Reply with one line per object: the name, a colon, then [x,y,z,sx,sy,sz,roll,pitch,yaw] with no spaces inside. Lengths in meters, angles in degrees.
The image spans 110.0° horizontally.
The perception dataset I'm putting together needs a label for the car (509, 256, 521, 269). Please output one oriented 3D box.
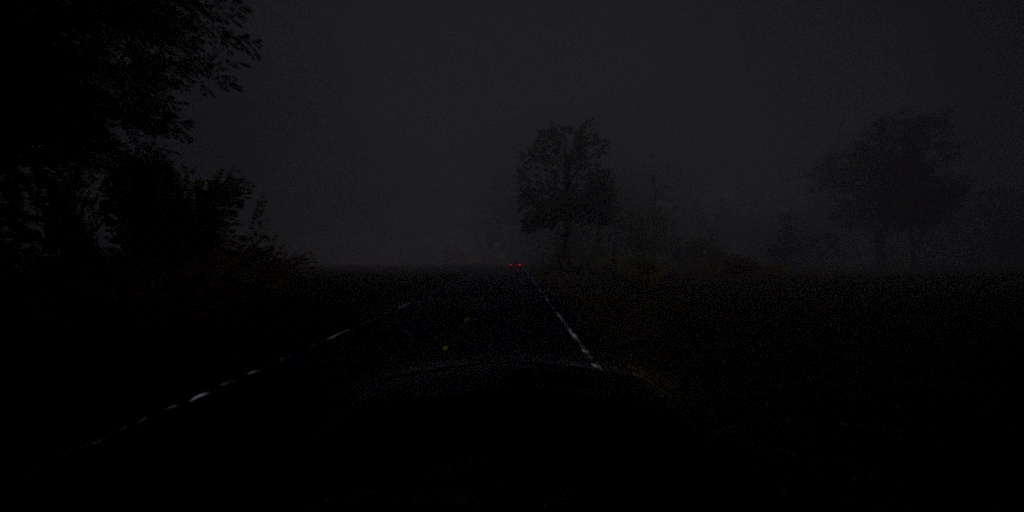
car: [0.484,1.305,56.795,1.801,1.575,5.366,0,0,1]
